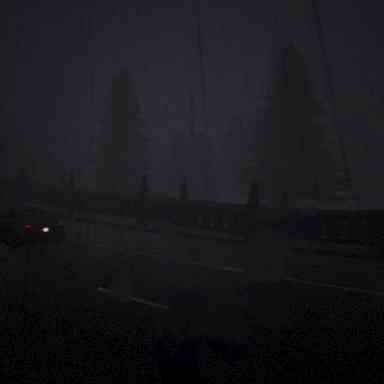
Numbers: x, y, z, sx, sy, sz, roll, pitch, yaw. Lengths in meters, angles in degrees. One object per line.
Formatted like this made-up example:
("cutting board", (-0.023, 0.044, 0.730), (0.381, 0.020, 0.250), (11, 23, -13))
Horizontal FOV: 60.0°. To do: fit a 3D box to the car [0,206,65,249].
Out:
("car", (-6.926, 1.236, 13.204), (4.181, 1.385, 1.994), (4, 2, 35))
